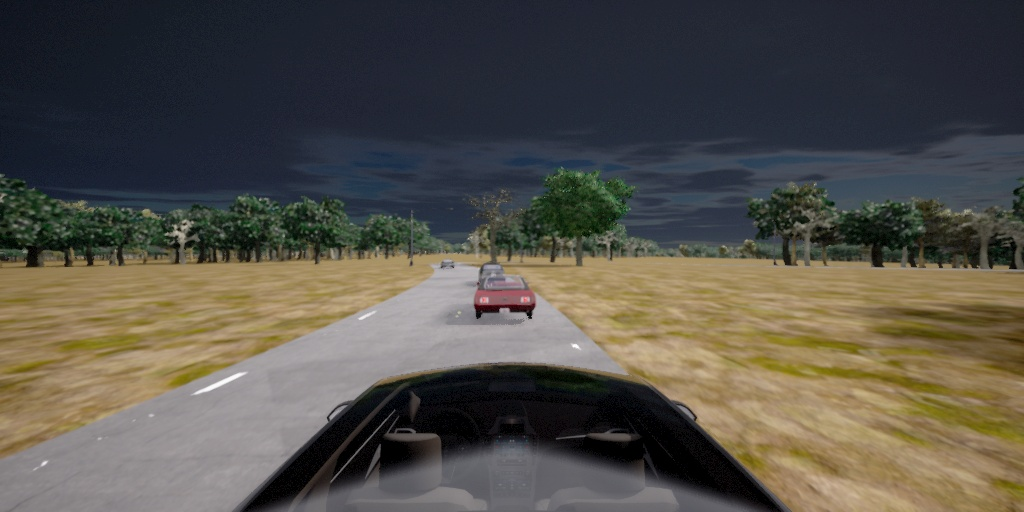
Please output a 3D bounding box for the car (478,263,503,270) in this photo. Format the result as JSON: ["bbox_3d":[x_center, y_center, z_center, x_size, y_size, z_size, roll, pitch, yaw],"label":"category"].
[{"bbox_3d":[-1.473,1.221,26.024,2.033,1.411,5.357,0,0,-6],"label":"car"}]

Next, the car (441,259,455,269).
[{"bbox_3d":[-9.427,1.159,52.566,1.812,1.442,4.674,0,0,-13],"label":"car"}]

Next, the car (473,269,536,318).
[{"bbox_3d":[-0.324,1.313,12.749,1.895,1.301,4.718,0,0,-3],"label":"car"}]
